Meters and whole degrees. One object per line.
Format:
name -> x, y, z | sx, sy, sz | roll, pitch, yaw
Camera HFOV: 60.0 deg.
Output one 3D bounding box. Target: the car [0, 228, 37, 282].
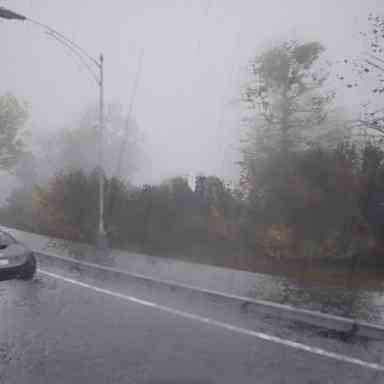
car -> -6.029, 1.652, 9.141 | 4.181, 1.385, 1.994 | 0, 0, 41
